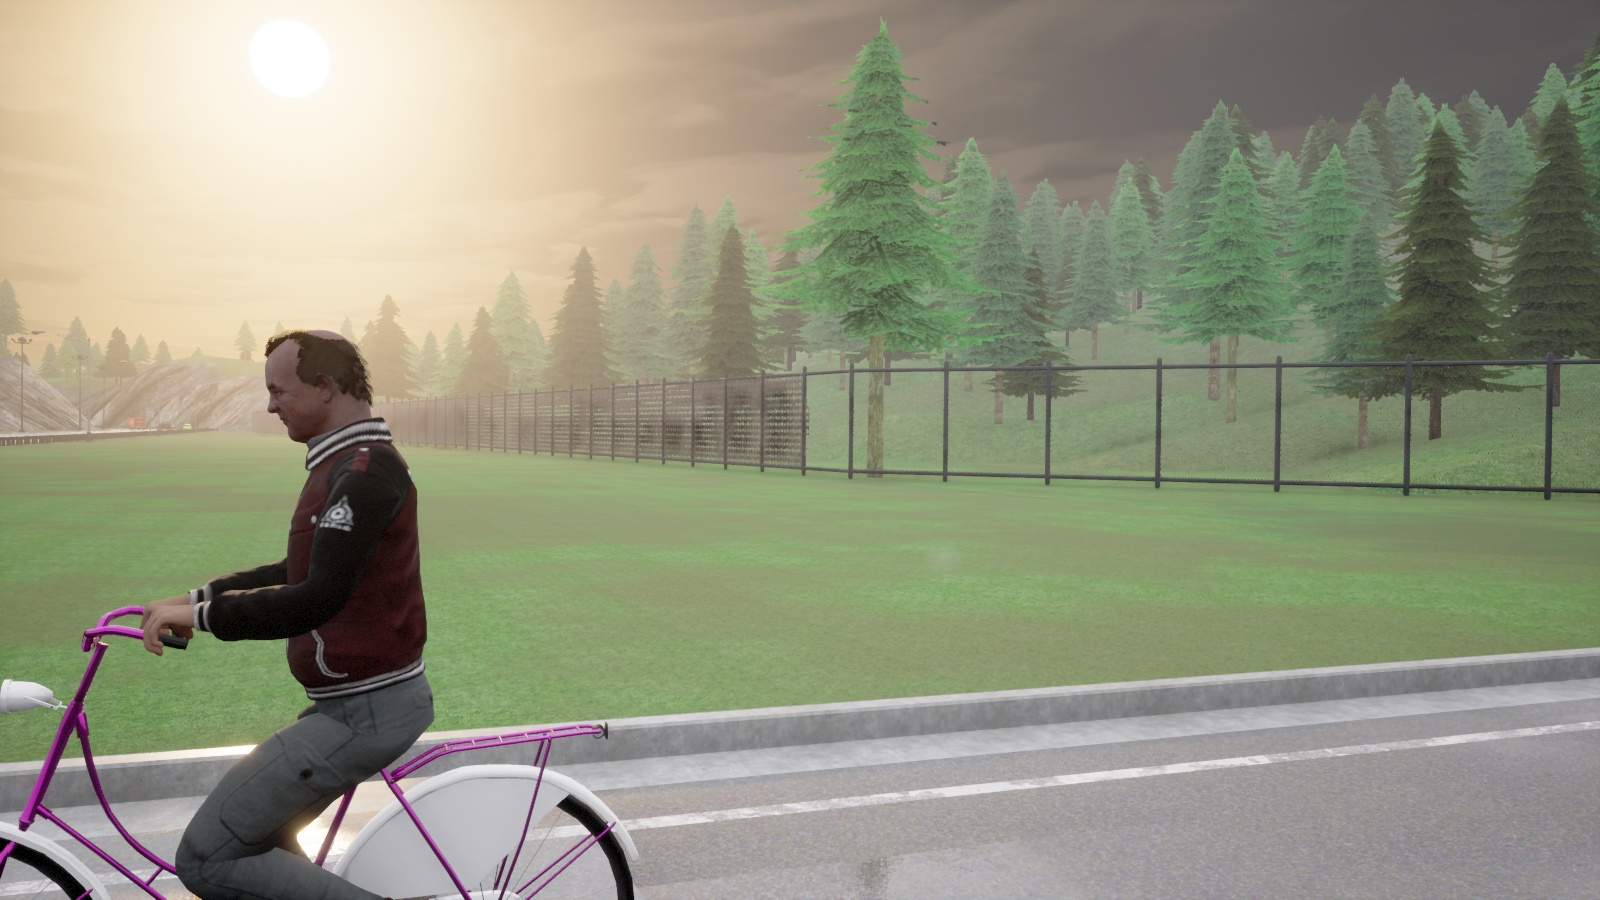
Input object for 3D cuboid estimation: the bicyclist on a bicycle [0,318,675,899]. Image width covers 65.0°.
[{"bbox_3d":[-1.259,0.637,2.760,1.843,1.776,0.659,-1,1,-21],"label":"bicyclist on a bicycle"}]
